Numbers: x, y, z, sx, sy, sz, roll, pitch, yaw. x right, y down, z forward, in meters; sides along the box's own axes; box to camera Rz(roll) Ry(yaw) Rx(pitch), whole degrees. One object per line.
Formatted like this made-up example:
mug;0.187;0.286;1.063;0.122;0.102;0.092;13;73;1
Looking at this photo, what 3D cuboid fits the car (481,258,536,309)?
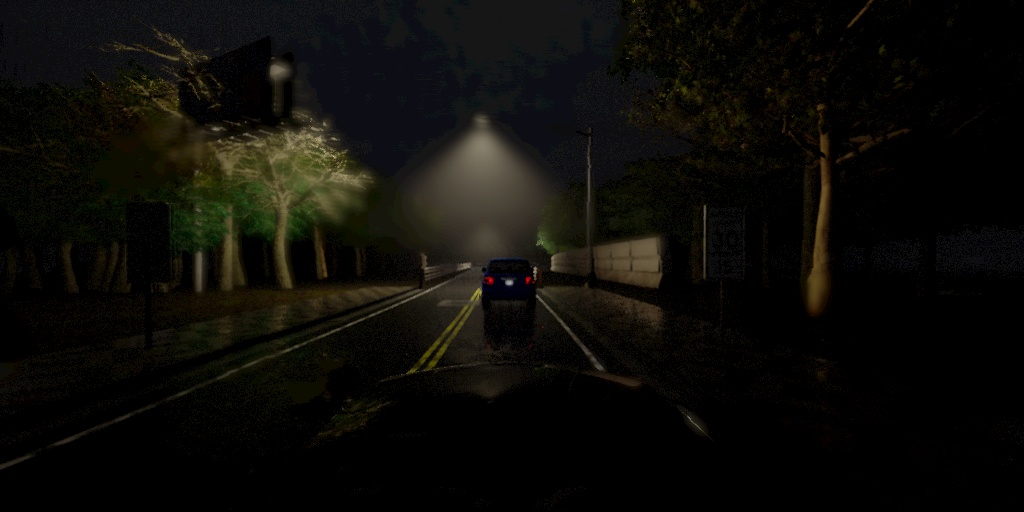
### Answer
car;-0.171;1.099;15.939;2.150;2.045;5.566;0;0;-2
